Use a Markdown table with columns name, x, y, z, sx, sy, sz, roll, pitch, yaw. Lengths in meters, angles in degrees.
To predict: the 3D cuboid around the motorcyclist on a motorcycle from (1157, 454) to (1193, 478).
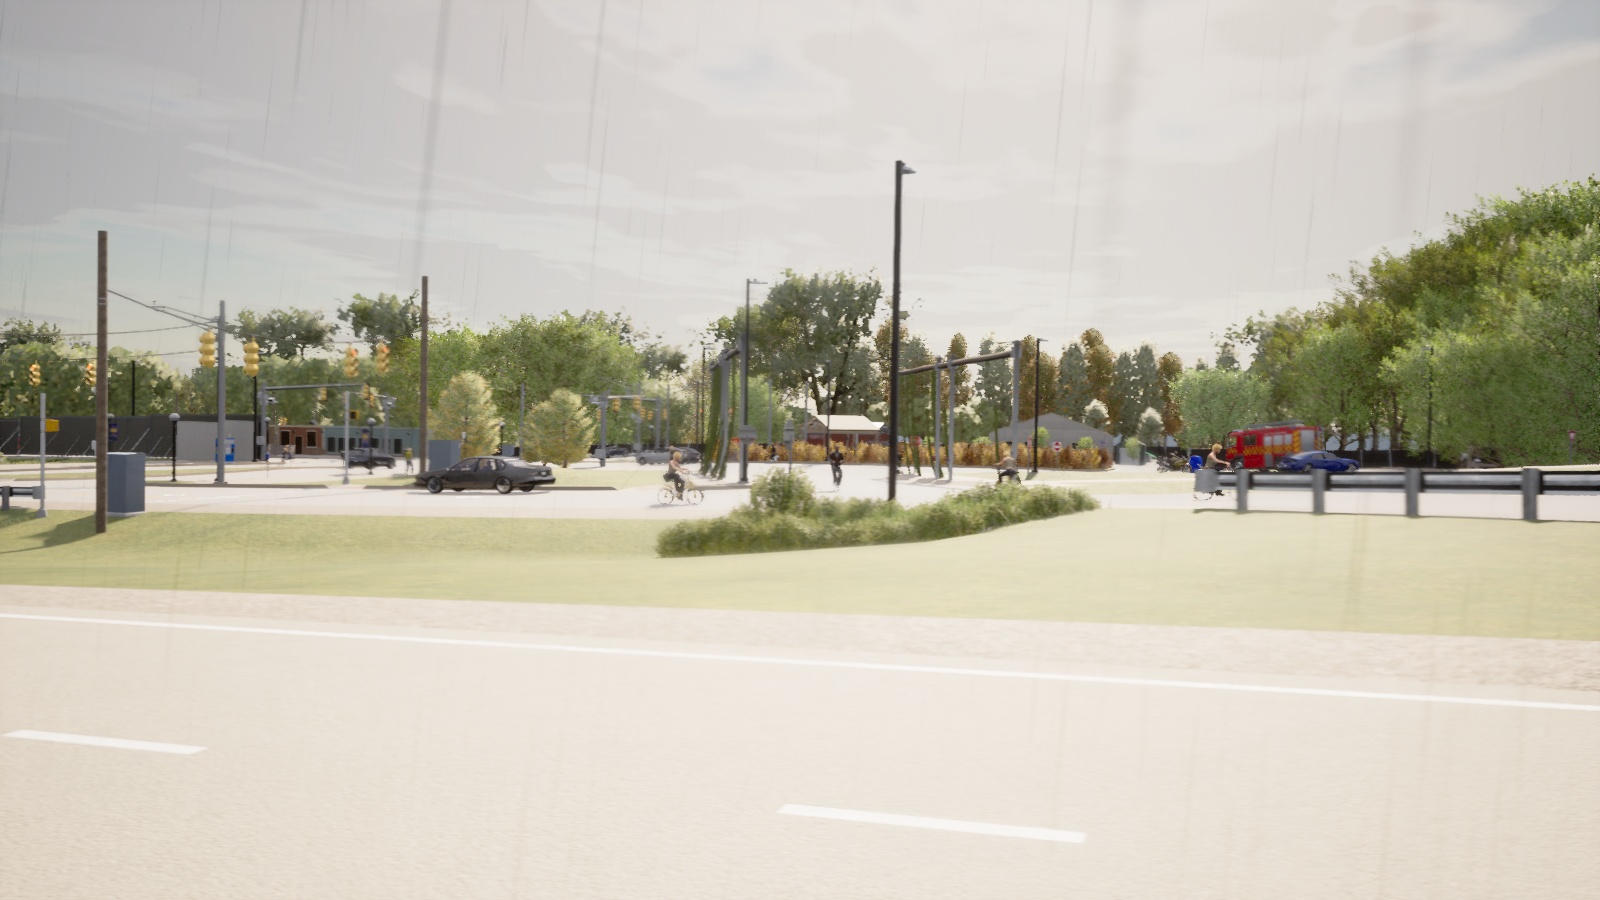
| name | x | y | z | sx | sy | sz | roll | pitch | yaw |
| --- | --- | --- | --- | --- | --- | --- | --- | --- | --- |
| motorcyclist on a motorcycle | 24.962 | 1.056 | 83.573 | 2.191 | 1.530 | 0.866 | 1 | -1 | 21 |

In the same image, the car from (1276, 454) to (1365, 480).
| name | x | y | z | sx | sy | sz | roll | pitch | yaw |
| --- | --- | --- | --- | --- | --- | --- | --- | --- | --- |
| car | 33.108 | 1.078 | 79.890 | 5.008 | 1.535 | 1.882 | 0 | 1 | -12 |

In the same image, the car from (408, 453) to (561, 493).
| name | x | y | z | sx | sy | sz | roll | pitch | yaw |
| --- | --- | --- | --- | --- | --- | --- | --- | --- | --- |
| car | -11.988 | 0.840 | 47.706 | 5.357 | 1.411 | 2.033 | 0 | 1 | 18 |

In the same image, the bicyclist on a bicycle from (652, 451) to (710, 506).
| name | x | y | z | sx | sy | sz | roll | pitch | yaw |
| --- | --- | --- | --- | --- | --- | --- | --- | --- | --- |
| bicyclist on a bicycle | -3.577 | 0.832 | 37.667 | 1.509 | 1.612 | 0.866 | 0 | 1 | 17 |
